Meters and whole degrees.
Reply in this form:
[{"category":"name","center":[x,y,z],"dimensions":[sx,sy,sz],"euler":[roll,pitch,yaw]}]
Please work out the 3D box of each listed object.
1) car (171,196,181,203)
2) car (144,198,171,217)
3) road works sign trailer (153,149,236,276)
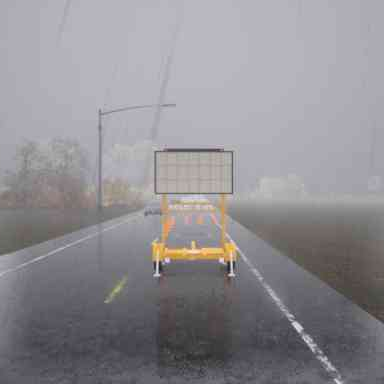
[{"category":"car","center":[-2.966,1.515,59.904],"dimensions":[1.882,1.535,5.008],"euler":[0,0,1]},{"category":"car","center":[-3.311,1.521,31.090],"dimensions":[1.837,1.490,4.892],"euler":[0,0,1]},{"category":"road works sign trailer","center":[0.057,0.468,10.302],"dimensions":[2.380,3.560,2.880],"euler":[0,0,-1]}]
